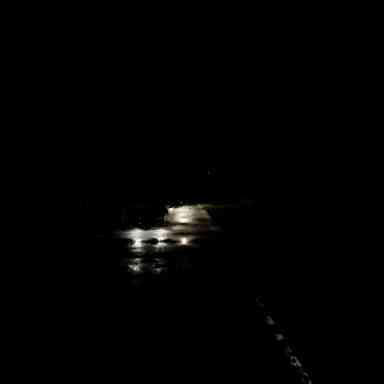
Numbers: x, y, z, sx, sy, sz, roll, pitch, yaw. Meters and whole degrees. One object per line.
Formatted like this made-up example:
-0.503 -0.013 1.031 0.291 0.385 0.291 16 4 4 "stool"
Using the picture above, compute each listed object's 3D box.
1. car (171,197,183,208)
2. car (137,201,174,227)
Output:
-2.661 1.776 58.872 2.097 1.767 4.553 0 0 0 "car"
-2.781 1.713 24.787 1.882 1.535 5.008 0 0 3 "car"
